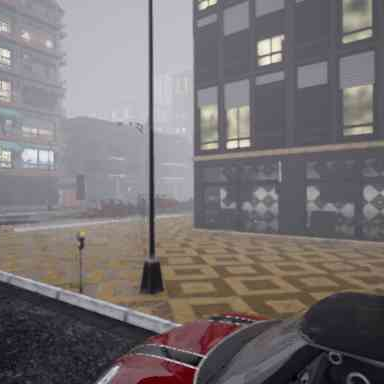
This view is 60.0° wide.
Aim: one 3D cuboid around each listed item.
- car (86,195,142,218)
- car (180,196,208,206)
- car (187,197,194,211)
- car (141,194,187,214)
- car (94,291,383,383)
[{"bbox_3d":[-6.477,1.236,27.141,1.967,1.590,4.097,0,0,36],"label":"car"},{"bbox_3d":[0.353,1.330,49.689,1.752,1.417,4.829,0,0,36],"label":"car"},{"bbox_3d":[0.161,1.355,36.146,1.802,1.307,4.206,0,0,36],"label":"car"},{"bbox_3d":[-3.159,1.099,31.644,2.192,1.841,5.009,0,0,36],"label":"car"},{"bbox_3d":[1.102,1.439,2.106,4.097,1.590,1.967,0,0,36],"label":"car"}]
